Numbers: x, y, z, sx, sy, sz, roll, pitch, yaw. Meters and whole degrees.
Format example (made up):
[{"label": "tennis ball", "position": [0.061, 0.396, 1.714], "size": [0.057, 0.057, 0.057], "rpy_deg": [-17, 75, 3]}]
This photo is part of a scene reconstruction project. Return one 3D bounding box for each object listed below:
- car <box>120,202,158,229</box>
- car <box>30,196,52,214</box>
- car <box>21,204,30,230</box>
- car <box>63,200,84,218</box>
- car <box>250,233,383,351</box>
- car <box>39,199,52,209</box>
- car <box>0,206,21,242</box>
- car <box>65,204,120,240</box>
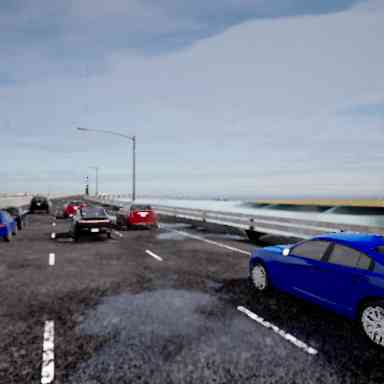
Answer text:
[{"label": "car", "position": [-3.975, 1.554, 23.542], "size": [2.097, 1.767, 4.553], "rpy_deg": [0, -1, -22]}, {"label": "car", "position": [-18.379, 1.541, 40.272], "size": [2.150, 2.045, 5.566], "rpy_deg": [0, 0, -22]}, {"label": "car", "position": [-12.277, 1.657, 22.303], "size": [1.882, 1.535, 5.008], "rpy_deg": [0, -1, -22]}, {"label": "car", "position": [-11.823, 1.626, 33.611], "size": [2.097, 1.767, 4.553], "rpy_deg": [0, -1, -22]}, {"label": "car", "position": [3.022, 1.542, 6.512], "size": [1.882, 1.535, 5.008], "rpy_deg": [0, -1, -23]}, {"label": "car", "position": [-24.407, 1.960, 55.541], "size": [1.812, 1.442, 4.674], "rpy_deg": [0, 0, -21]}, {"label": "car", "position": [-10.016, 1.661, 16.755], "size": [1.812, 1.442, 4.674], "rpy_deg": [0, -1, -22]}, {"label": "car", "position": [-5.592, 1.645, 18.236], "size": [2.128, 1.511, 4.902], "rpy_deg": [0, -1, -22]}]
